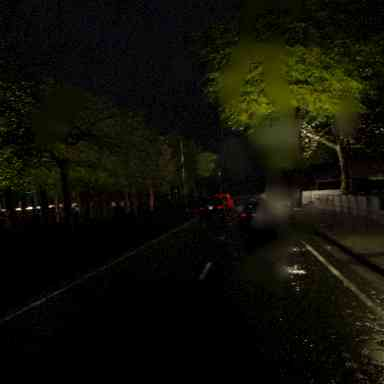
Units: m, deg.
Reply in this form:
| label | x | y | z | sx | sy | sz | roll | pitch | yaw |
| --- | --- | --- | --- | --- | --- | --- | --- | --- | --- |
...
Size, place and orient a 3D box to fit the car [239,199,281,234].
| label | x | y | z | sx | sy | sz | roll | pitch | yaw |
| --- | --- | --- | --- | --- | --- | --- | --- | --- | --- |
| car | 3.789 | 1.287 | 19.073 | 2.097 | 1.767 | 4.553 | -4 | -1 | 9 |

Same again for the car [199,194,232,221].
| label | x | y | z | sx | sy | sz | roll | pitch | yaw |
| --- | --- | --- | --- | --- | --- | --- | --- | --- | --- |
| car | 1.945 | 1.353 | 29.195 | 2.150 | 2.045 | 5.566 | -4 | 0 | 10 |

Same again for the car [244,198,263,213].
| label | x | y | z | sx | sy | sz | roll | pitch | yaw |
| --- | --- | --- | --- | --- | --- | --- | --- | --- | --- |
| car | 6.951 | 1.476 | 37.637 | 1.895 | 1.301 | 4.718 | -4 | 0 | 10 |
